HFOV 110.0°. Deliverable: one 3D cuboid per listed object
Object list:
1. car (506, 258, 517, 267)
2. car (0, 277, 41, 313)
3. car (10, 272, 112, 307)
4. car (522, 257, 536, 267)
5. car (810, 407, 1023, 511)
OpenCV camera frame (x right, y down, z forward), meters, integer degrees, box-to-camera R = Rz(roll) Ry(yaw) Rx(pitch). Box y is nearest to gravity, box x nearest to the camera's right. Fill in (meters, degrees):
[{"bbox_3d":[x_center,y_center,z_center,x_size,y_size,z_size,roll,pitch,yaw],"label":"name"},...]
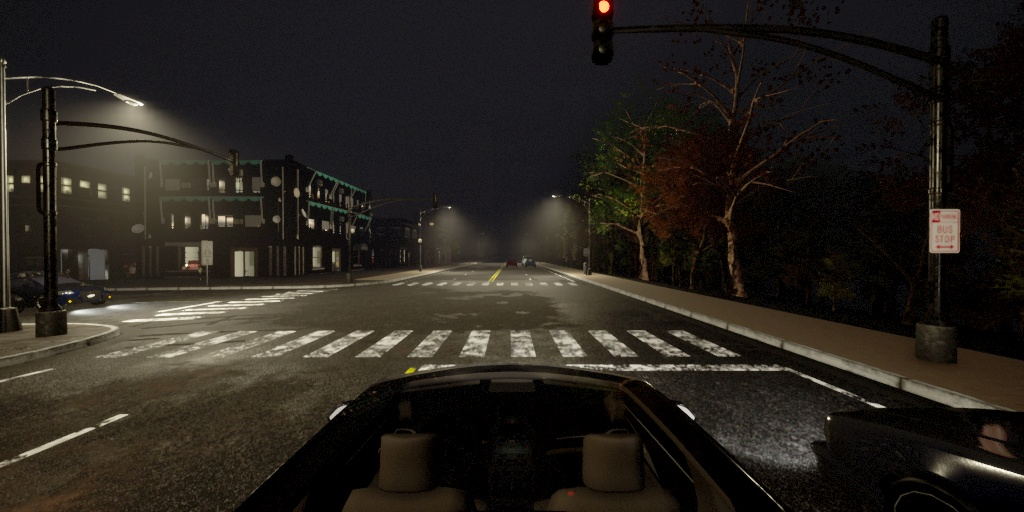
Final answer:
[{"bbox_3d":[-0.027,1.204,63.151,1.882,1.535,5.008,0,0,0],"label":"car"},{"bbox_3d":[-19.969,1.565,12.514,4.313,1.339,1.948,0,0,0],"label":"car"},{"bbox_3d":[-19.861,1.534,15.220,4.181,1.385,1.994,-1,1,0],"label":"car"},{"bbox_3d":[3.226,1.274,63.182,2.033,1.411,5.357,0,0,0],"label":"car"},{"bbox_3d":[3.354,1.298,0.401,2.033,1.411,5.357,0,0,0],"label":"car"}]
